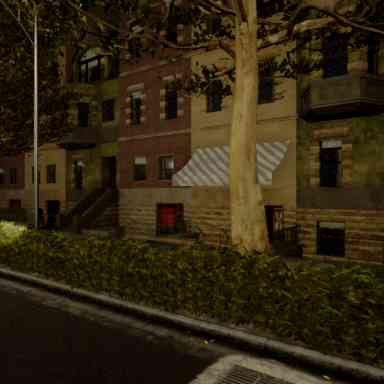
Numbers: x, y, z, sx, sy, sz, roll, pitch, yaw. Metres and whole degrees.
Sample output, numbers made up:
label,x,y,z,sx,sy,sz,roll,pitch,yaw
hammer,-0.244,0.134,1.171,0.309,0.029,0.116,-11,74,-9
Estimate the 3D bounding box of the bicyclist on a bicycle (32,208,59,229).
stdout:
label,x,y,z,sx,sy,sz,roll,pitch,yaw
bicyclist on a bicycle,-4.729,1.339,10.516,0.582,1.620,1.656,0,-4,34
